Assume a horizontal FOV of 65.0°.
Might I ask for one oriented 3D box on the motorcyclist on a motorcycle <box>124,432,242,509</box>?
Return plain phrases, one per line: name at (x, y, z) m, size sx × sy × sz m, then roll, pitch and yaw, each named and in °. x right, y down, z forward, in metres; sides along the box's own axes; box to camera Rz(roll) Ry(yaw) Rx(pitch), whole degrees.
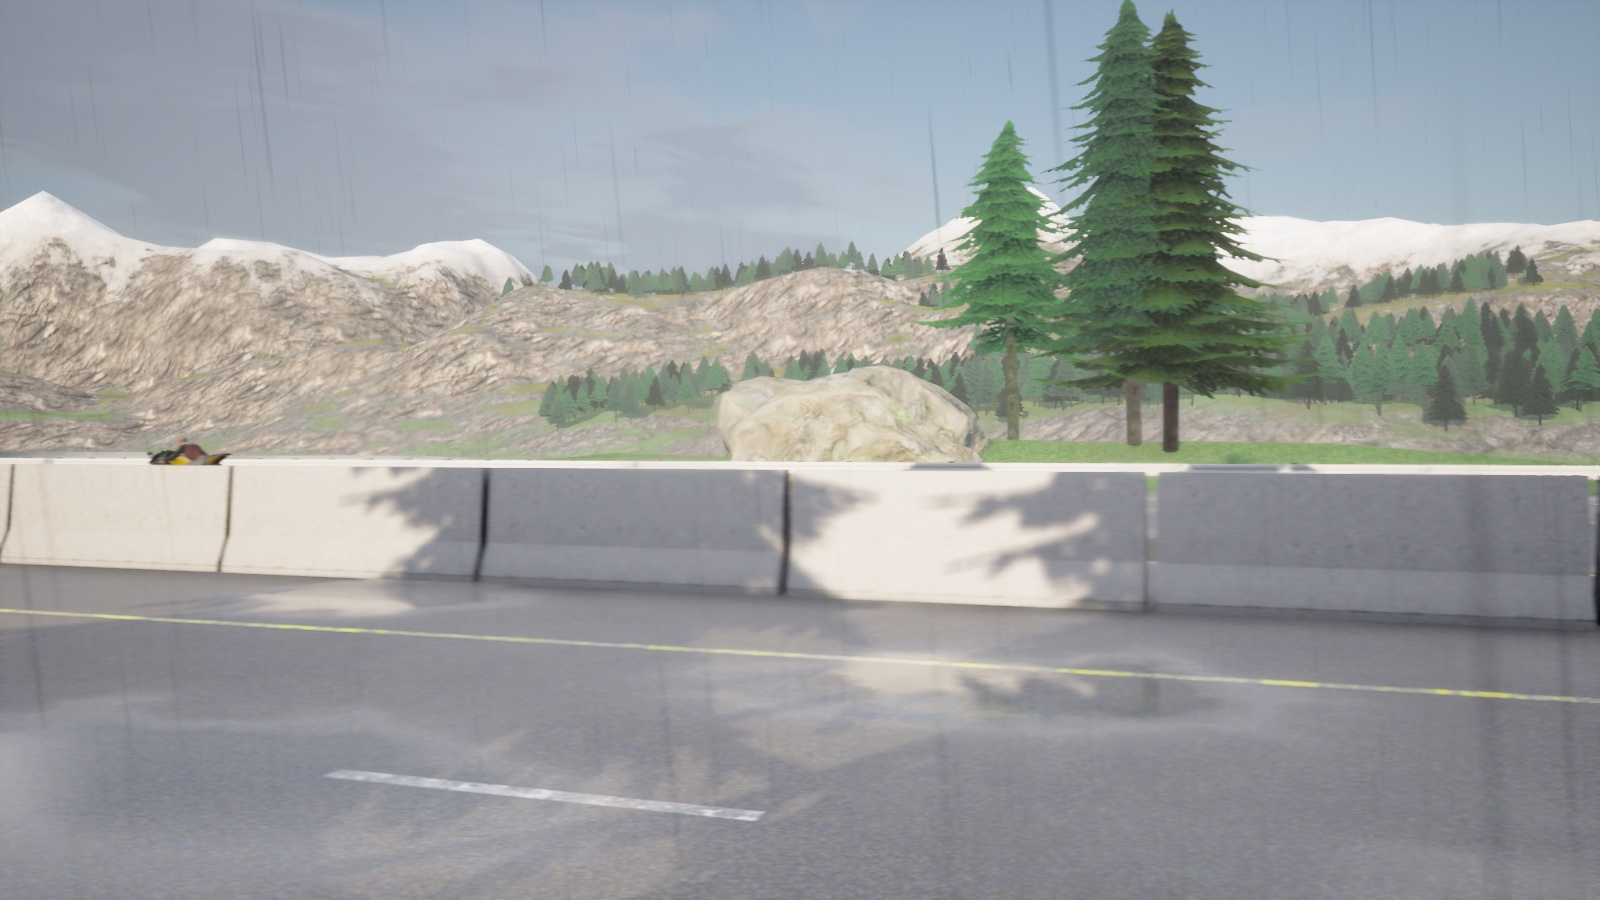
motorcyclist on a motorcycle at (-12.746, 0.398, 25.946) m, size 2.191 × 1.530 × 0.866 m, roll 0°, pitch 1°, yaw 19°
